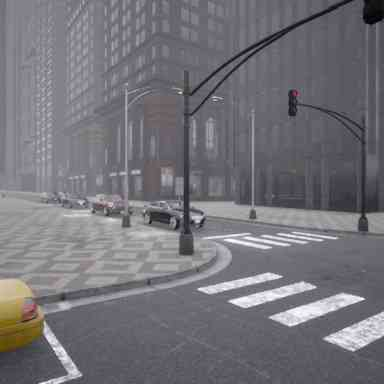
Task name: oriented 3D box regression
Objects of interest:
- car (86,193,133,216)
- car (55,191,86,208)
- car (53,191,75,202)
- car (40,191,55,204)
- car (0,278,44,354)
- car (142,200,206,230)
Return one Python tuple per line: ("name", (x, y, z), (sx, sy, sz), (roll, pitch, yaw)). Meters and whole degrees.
("car", (-6.467, 0.895, 26.620), (2.097, 1.767, 4.553), (0, 1, -35))
("car", (-12.351, 0.853, 34.807), (2.128, 1.511, 4.902), (0, 1, -36))
("car", (-19.146, 0.595, 49.718), (1.837, 1.490, 4.892), (0, 1, -36))
("car", (-18.364, 0.688, 43.225), (1.837, 1.490, 4.892), (0, 1, -35))
("car", (-4.282, 1.525, 3.597), (4.829, 1.417, 1.752), (0, 0, -35))
("car", (-1.133, 1.205, 19.202), (2.128, 1.511, 4.902), (0, 1, -36))
